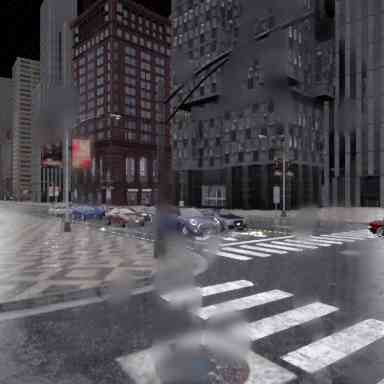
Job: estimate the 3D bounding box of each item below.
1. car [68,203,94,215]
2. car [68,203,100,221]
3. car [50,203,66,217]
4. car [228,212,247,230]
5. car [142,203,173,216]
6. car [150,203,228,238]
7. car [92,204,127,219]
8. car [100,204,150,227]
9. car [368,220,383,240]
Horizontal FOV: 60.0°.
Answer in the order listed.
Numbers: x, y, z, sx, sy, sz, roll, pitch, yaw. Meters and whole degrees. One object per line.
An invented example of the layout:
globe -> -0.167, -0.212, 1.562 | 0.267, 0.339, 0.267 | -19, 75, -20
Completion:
car -> -15.548, 2.352, 46.507 | 2.128, 1.511, 4.902 | 0, -1, -35
car -> -10.886, 2.103, 34.357 | 1.882, 1.535, 5.008 | 0, -1, -36
car -> -16.656, 2.417, 42.448 | 1.895, 1.301, 4.718 | 0, -1, -35
car -> 1.734, 1.861, 22.344 | 1.994, 1.385, 4.181 | 0, -1, -36
car -> -4.481, 2.190, 42.488 | 1.812, 1.442, 4.674 | 0, -1, -36
car -> -0.340, 1.636, 19.625 | 2.097, 1.767, 4.553 | 0, -1, -35
car -> -9.510, 2.153, 38.015 | 2.128, 1.511, 4.902 | 0, -1, -36
car -> -5.491, 1.976, 26.839 | 1.812, 1.442, 4.674 | 0, -1, -36
car -> 10.903, 1.635, 15.479 | 1.895, 1.301, 4.718 | -1, -1, -36
